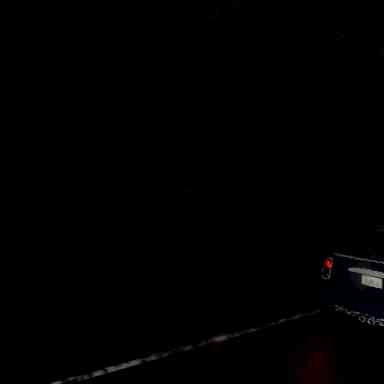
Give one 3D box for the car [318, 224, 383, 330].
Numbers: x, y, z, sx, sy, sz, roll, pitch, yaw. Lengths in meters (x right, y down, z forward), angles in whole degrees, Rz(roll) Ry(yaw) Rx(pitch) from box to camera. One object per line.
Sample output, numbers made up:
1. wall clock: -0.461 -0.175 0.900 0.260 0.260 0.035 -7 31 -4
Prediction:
1. car: 4.436 1.347 6.089 4.553 1.767 2.097 0 0 -33
